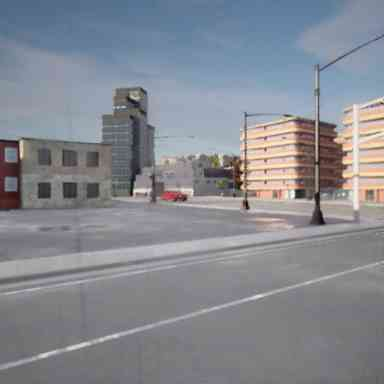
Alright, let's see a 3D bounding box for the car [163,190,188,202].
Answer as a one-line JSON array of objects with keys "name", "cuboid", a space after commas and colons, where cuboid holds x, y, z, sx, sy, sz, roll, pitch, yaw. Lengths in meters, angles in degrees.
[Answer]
[{"name": "car", "cuboid": [-2.950, 0.640, 57.409, 2.150, 2.045, 5.566, 0, 1, -35]}]
